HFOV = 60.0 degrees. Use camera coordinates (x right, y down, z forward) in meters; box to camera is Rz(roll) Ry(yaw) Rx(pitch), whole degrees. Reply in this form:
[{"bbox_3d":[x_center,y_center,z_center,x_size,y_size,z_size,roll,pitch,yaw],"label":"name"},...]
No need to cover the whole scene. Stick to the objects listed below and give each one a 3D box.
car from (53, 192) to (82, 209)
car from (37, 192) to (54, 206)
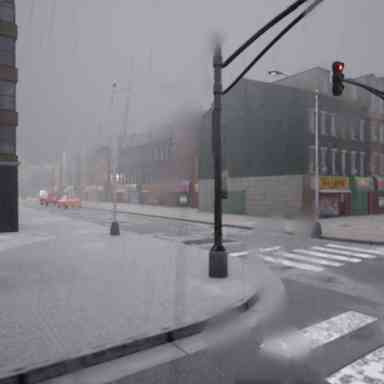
[{"bbox_3d":[-15.891,1.207,42.983,2.097,1.767,4.553,0,0,-36],"label":"car"},{"bbox_3d":[-21.631,1.047,50.922,2.150,2.045,5.566,0,0,-36],"label":"car"}]
